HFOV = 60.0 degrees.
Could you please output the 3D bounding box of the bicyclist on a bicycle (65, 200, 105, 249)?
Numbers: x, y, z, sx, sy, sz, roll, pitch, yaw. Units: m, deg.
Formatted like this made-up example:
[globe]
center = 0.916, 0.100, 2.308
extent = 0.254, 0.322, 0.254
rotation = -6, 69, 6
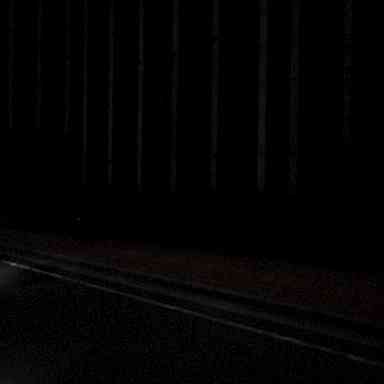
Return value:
[bicyclist on a bicycle]
center = -3.682, 1.109, 11.573
extent = 0.582, 1.620, 1.656
rotation = 1, 1, 35
